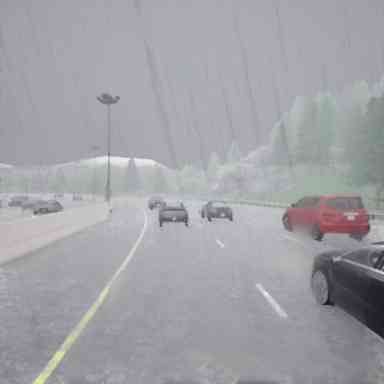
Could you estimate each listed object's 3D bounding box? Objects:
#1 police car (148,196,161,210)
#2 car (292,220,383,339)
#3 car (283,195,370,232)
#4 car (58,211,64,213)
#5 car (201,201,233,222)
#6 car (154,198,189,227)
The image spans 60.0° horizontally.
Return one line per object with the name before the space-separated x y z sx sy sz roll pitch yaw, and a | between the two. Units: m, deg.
police car | -4.377 1.325 41.042 2.038 1.542 4.974 0 0 -12
car | 3.430 1.461 5.006 2.128 1.511 4.902 0 0 -2
car | 6.335 1.134 16.330 2.150 2.045 5.566 0 0 -4
car | -13.385 1.447 31.248 1.994 1.385 4.181 0 0 -10
car | 1.847 1.406 25.311 1.812 1.442 4.674 0 0 -7
car | -1.319 1.392 22.292 2.128 1.511 4.902 0 0 -6
